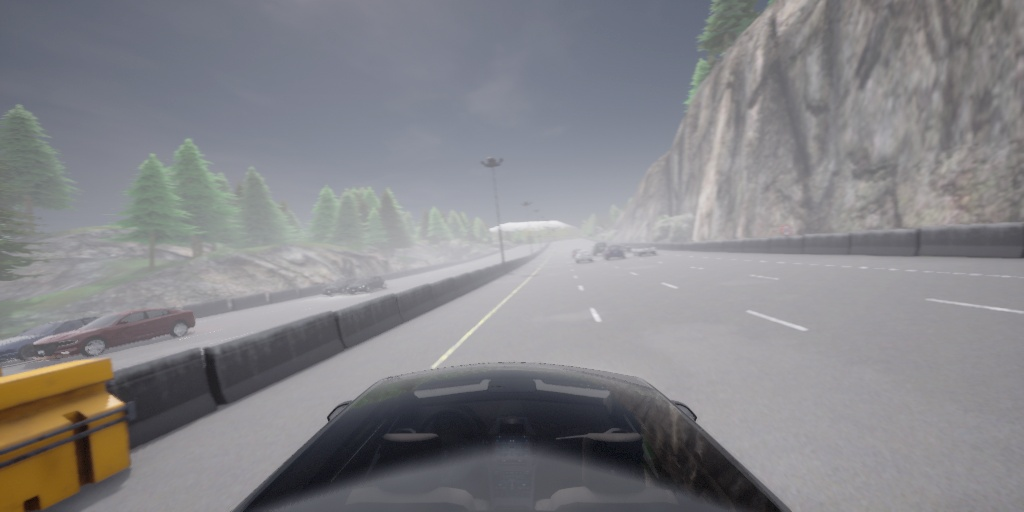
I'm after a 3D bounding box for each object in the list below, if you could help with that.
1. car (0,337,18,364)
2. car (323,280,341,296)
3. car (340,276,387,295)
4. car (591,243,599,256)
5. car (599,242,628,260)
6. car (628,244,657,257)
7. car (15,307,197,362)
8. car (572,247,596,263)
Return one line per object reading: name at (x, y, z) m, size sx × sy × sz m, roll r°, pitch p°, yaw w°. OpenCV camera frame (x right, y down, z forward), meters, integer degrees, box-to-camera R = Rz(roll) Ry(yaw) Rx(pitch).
car at (-19.800, 3.540, 16.013) m, size 2.033 × 1.411 × 5.357 m, roll -7°, pitch 0°, yaw 8°
car at (-17.008, 3.069, 36.307) m, size 1.837 × 1.490 × 4.892 m, roll -7°, pitch 1°, yaw 8°
car at (-13.782, 2.716, 34.259) m, size 1.837 × 1.490 × 4.892 m, roll -7°, pitch 1°, yaw 8°
car at (14.055, -1.132, 57.349) m, size 2.150 × 2.045 × 5.566 m, roll -7°, pitch 1°, yaw 9°
car at (12.070, -0.538, 42.929) m, size 2.097 × 1.767 × 4.553 m, roll -7°, pitch 1°, yaw 8°
car at (15.520, -0.680, 42.300) m, size 1.895 × 1.301 × 4.718 m, roll -7°, pitch 1°, yaw 8°
car at (-16.405, 3.083, 15.199) m, size 1.882 × 1.535 × 5.008 m, roll -7°, pitch 1°, yaw 8°
car at (8.631, 0.032, 43.332) m, size 1.812 × 1.442 × 4.674 m, roll -7°, pitch 1°, yaw 8°
